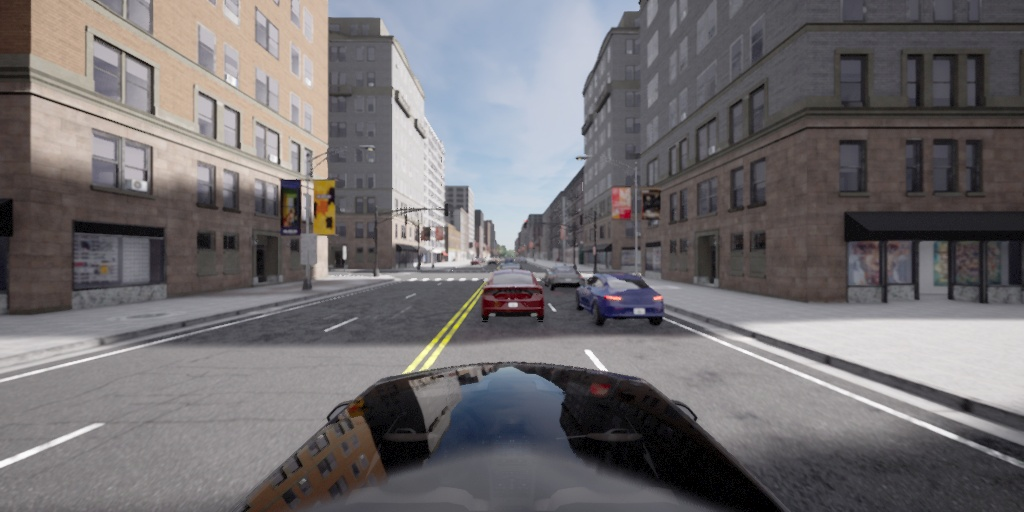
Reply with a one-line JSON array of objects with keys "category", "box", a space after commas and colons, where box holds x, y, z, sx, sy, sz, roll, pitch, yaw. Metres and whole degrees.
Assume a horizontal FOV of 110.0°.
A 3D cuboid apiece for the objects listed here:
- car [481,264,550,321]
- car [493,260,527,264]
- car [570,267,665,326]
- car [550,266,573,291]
[{"category": "car", "box": [0.015, 1.207, 12.390, 1.882, 1.535, 5.008, 0, 0, 0]}, {"category": "car", "box": [-0.069, 1.216, 22.513, 1.837, 1.490, 4.892, 0, 0, -1]}, {"category": "car", "box": [3.265, 1.255, 11.529, 1.812, 1.442, 4.674, 0, 0, 0]}, {"category": "car", "box": [3.086, 1.275, 21.792, 1.994, 1.385, 4.181, 0, 0, 0]}]
